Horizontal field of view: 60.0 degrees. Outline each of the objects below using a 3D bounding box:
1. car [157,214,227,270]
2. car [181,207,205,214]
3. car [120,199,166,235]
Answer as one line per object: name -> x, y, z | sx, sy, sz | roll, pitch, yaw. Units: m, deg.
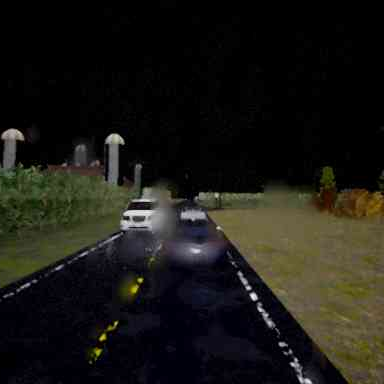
car -> 0.089, 1.684, 11.512 | 1.994, 1.385, 4.181 | 0, -1, 0
car -> 0.091, 1.893, 27.702 | 1.895, 1.301, 4.718 | 0, -1, 0
car -> -2.851, 1.435, 20.499 | 2.150, 2.045, 5.566 | 0, -1, 0
